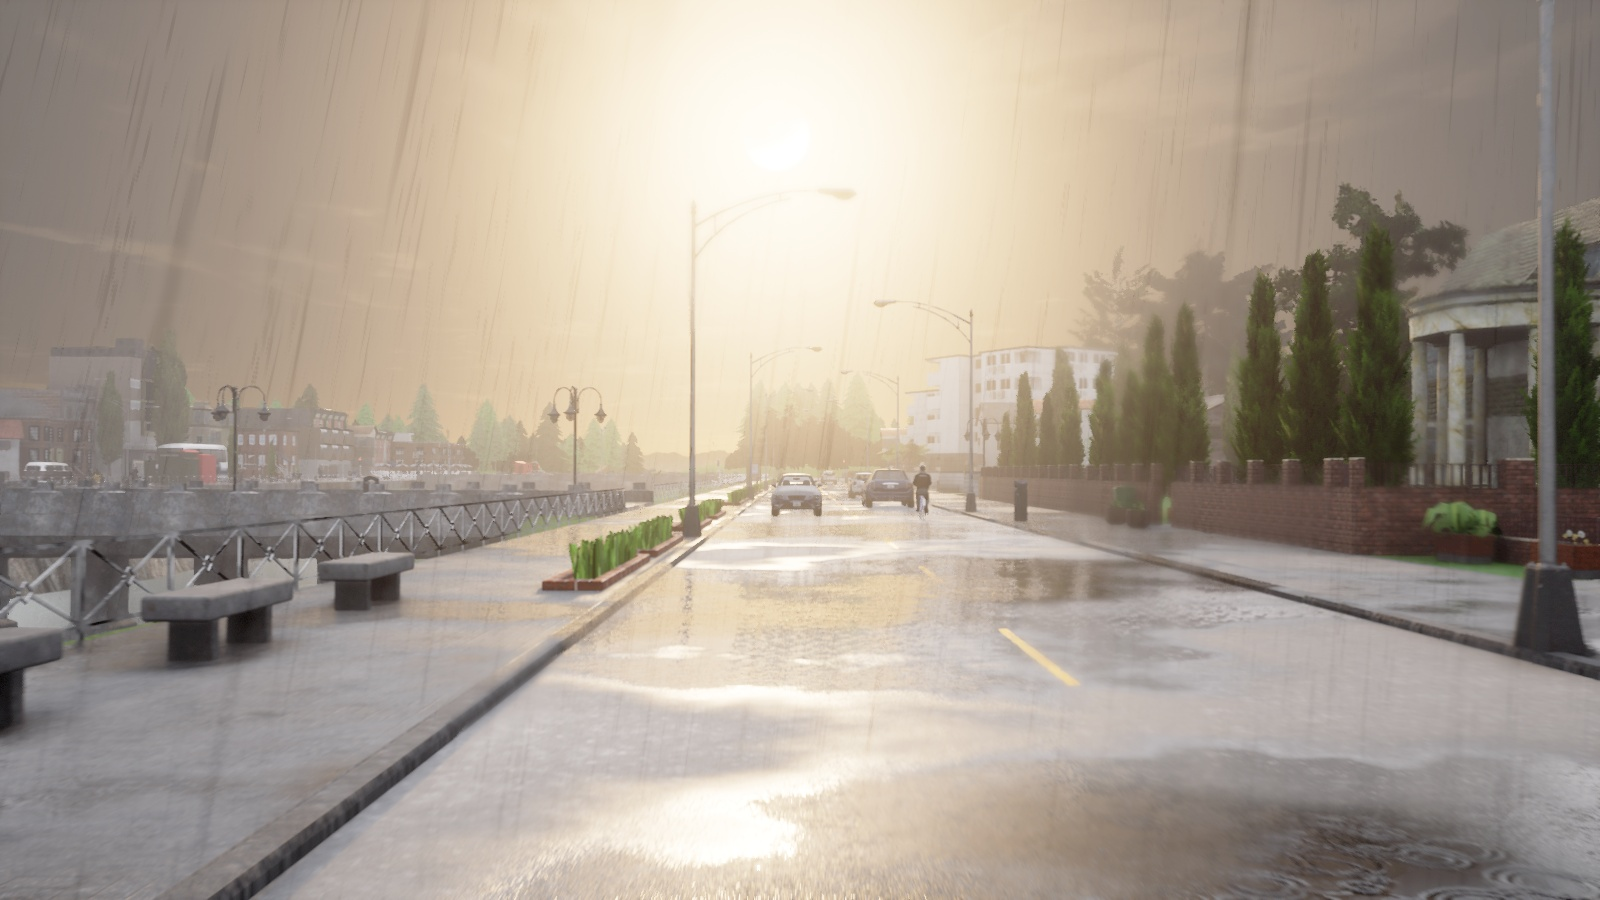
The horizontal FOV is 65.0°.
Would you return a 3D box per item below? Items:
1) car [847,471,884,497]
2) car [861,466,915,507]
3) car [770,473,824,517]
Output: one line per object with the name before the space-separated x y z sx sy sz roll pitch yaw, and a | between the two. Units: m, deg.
car | 3.826 2.002 73.906 1.970 1.475 3.806 0 -1 0
car | 3.869 1.593 55.864 2.097 1.767 4.553 0 -1 0
car | -0.105 1.574 44.528 1.816 1.474 4.193 0 -1 0
